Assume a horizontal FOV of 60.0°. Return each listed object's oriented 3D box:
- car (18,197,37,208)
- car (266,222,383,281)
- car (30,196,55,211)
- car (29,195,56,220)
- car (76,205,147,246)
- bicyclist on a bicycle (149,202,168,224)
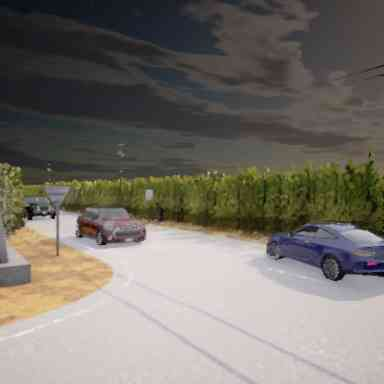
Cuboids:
[{"bbox_3d":[-25.379,1.583,51.169,1.882,1.535,5.008,0,0,-36],"label":"car"},{"bbox_3d":[4.164,1.661,10.368,1.812,1.442,4.674,1,0,-18],"label":"car"},{"bbox_3d":[-19.440,1.463,43.087,2.097,1.767,4.553,0,0,-35],"label":"car"},{"bbox_3d":[-13.720,1.339,29.541,2.150,2.045,5.566,0,0,-36],"label":"car"},{"bbox_3d":[-4.021,1.480,16.205,2.097,1.767,4.553,0,0,-36],"label":"car"},{"bbox_3d":[-2.537,1.626,25.495,1.656,1.620,0.582,2,-1,-36],"label":"bicyclist on a bicycle"}]
